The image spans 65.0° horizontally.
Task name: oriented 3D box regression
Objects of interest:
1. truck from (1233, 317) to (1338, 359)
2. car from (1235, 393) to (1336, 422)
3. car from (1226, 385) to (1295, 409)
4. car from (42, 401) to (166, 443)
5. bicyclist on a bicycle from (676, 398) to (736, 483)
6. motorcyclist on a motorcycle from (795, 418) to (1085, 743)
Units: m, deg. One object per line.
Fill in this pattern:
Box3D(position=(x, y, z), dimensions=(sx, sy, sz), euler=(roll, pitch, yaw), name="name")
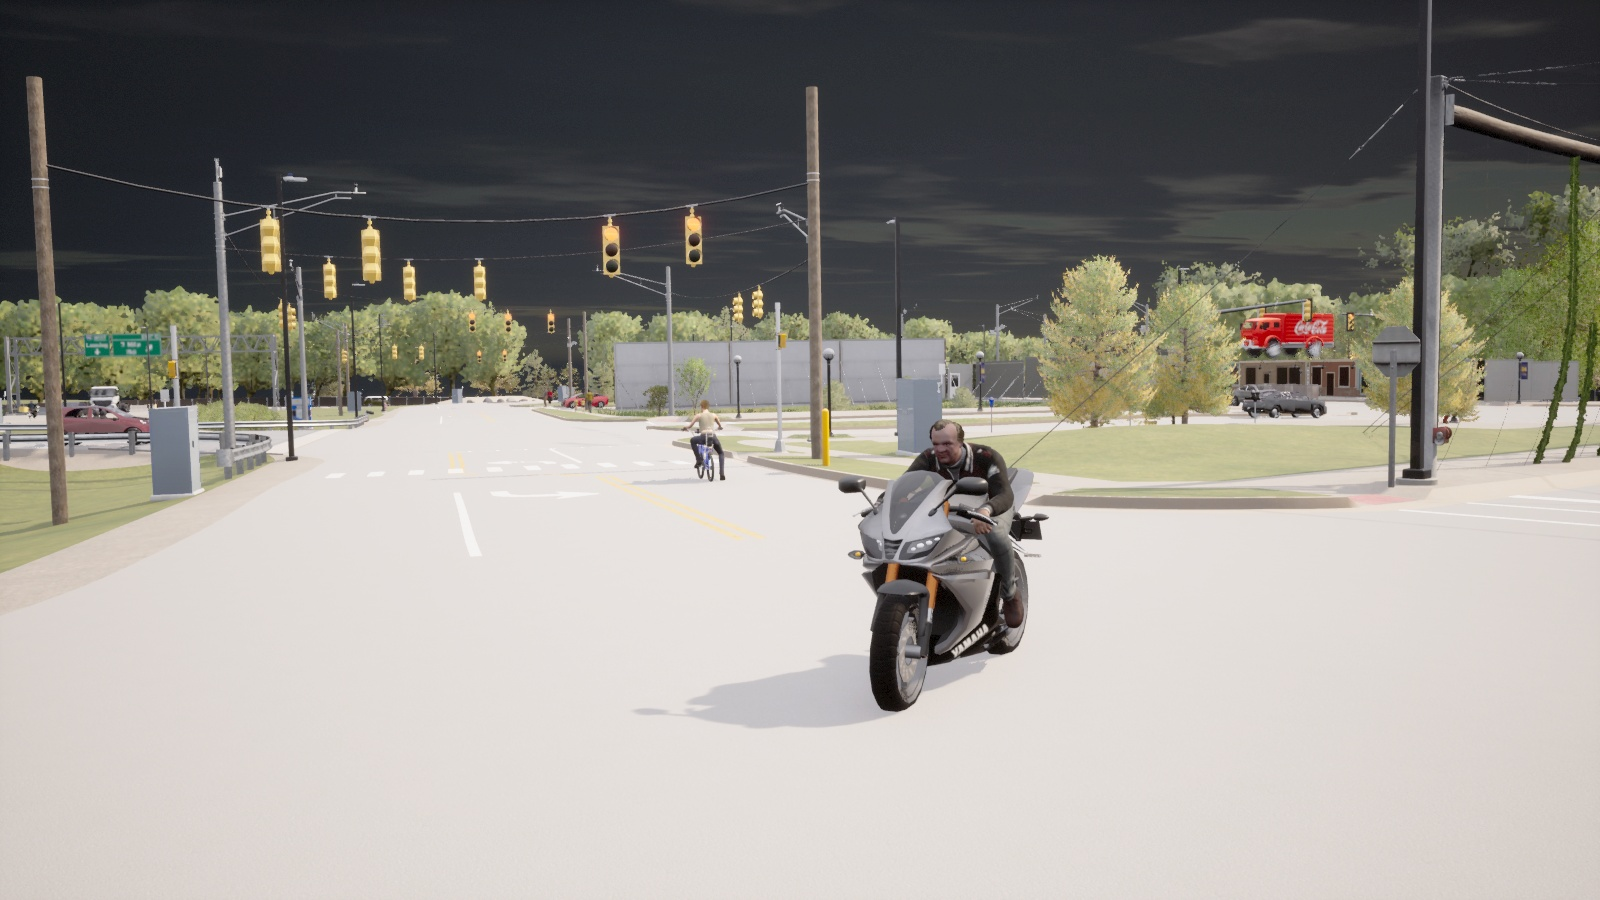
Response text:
Box3D(position=(29.007, -6.727, 75.114), dimensions=(5.204, 2.467, 2.627), euler=(-1, 6, -15), name="truck")
Box3D(position=(26.539, -2.331, 68.682), dimensions=(4.902, 1.511, 2.128), euler=(-1, 3, -20), name="car")
Box3D(position=(33.320, -3.853, 91.033), dimensions=(2.152, 1.651, 5.027), euler=(-2, 4, -15), name="car")
Box3D(position=(-26.080, -1.087, 47.183), dimensions=(3.633, 1.501, 1.845), euler=(-1, 3, -11), name="car")
Box3D(position=(-1.889, -0.210, 24.951), dimensions=(0.866, 1.612, 1.509), euler=(-2, 3, -16), name="bicyclist on a bicycle")
Box3D(position=(0.894, 0.607, 7.232), dimensions=(0.866, 1.530, 2.191), euler=(0, 3, 29), name="motorcyclist on a motorcycle")
